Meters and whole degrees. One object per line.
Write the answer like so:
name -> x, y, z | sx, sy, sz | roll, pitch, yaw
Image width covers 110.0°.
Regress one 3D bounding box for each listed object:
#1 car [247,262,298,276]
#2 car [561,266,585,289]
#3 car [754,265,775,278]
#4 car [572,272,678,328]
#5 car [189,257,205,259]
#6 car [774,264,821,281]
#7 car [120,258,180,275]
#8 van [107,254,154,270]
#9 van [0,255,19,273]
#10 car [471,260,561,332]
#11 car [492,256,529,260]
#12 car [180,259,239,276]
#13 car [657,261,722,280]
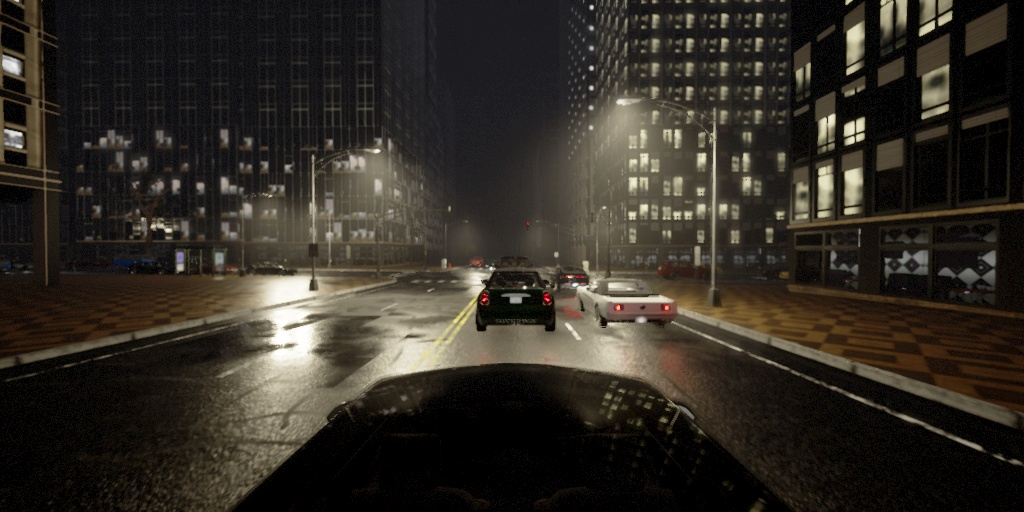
car -> -22.726, 1.262, 33.992 | 4.313, 1.339, 1.948 | 0, 0, 1
car -> 3.354, 1.298, 21.328 | 1.837, 1.490, 4.892 | 0, 0, 0
car -> 29.539, 1.625, 39.006 | 5.357, 1.411, 2.033 | 0, 1, 1
car -> 3.352, 1.373, 11.505 | 1.895, 1.301, 4.718 | 0, 0, 0
car -> -32.440, 0.924, 36.905 | 4.553, 1.767, 2.097 | 0, 1, 1
car -> 27.647, 1.663, 33.260 | 4.829, 1.417, 1.751 | 0, 0, 1
car -> -34.091, 1.159, 34.301 | 4.313, 1.339, 1.948 | 0, 0, 1
van -> -45.281, 0.718, 42.963 | 3.998, 1.789, 1.690 | 0, 0, 1
van -> -51.135, 0.778, 34.702 | 3.998, 1.789, 1.690 | 0, 0, 1
car -> 0.101, 1.125, 11.113 | 2.097, 1.767, 4.553 | 0, 0, 0
car -> 0.103, 1.015, 20.832 | 2.150, 2.045, 5.566 | 0, 0, 0
car -> -28.410, 1.227, 34.127 | 4.207, 1.307, 1.802 | 0, 0, 1
car -> 16.198, 1.354, 33.458 | 5.009, 1.841, 2.192 | 0, 0, 1
